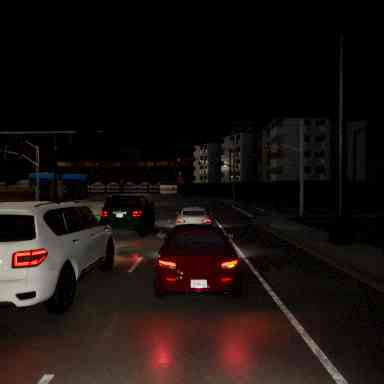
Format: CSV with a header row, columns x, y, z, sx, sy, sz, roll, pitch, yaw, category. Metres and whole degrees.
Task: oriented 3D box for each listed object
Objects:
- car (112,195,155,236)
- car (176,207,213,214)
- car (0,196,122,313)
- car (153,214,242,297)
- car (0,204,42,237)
x,y,z,sx,sy,sz,roll,pitch,yaw,category
-3.355,1.179,18.139,2.150,2.045,5.566,0,0,0,car
0.112,1.490,17.510,1.812,1.442,4.674,0,0,1,car
-3.385,1.218,7.780,2.150,2.045,5.566,0,0,0,car
0.118,1.521,8.423,1.812,1.442,4.674,0,0,0,car
-10.483,1.499,18.246,2.033,1.411,5.357,0,0,1,car
